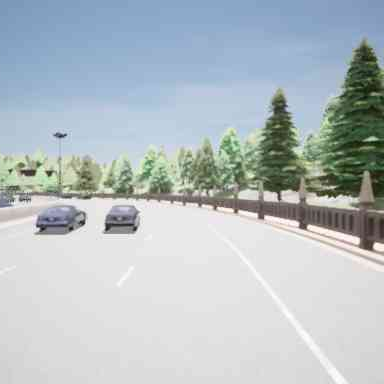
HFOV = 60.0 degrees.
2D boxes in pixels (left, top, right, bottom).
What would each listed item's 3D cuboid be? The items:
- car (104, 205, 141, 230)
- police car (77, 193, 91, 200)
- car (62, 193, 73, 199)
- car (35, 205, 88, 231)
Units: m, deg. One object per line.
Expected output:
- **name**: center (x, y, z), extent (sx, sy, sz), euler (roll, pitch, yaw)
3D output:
- **car**: center (-4.164, 1.469, 20.289), extent (2.033, 1.411, 5.357), euler (0, 0, -7)
- **police car**: center (-26.491, 1.112, 81.586), extent (1.930, 1.638, 5.238), euler (0, 0, -41)
- **car**: center (-34.024, 1.007, 89.362), extent (4.553, 1.767, 2.097), euler (0, 0, 43)
- **car**: center (-7.650, 1.471, 19.919), extent (2.033, 1.411, 5.357), euler (0, 0, -7)
